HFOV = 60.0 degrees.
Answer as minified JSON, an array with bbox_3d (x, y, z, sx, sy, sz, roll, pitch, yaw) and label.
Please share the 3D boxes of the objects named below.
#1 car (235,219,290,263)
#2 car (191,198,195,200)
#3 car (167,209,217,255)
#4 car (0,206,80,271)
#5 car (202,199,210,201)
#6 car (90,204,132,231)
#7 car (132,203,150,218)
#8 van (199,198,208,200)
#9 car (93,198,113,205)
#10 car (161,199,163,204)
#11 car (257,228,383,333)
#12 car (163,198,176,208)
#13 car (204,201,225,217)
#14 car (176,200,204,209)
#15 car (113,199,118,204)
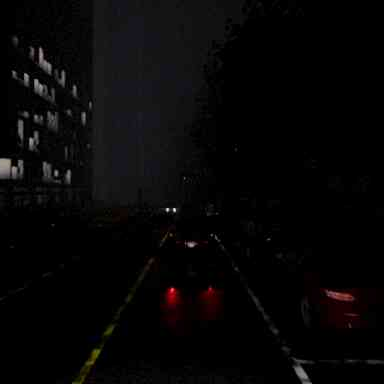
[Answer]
[{"bbox_3d":[2.676,1.678,12.327,2.008,1.369,4.403,0,-1,0],"label":"car"},{"bbox_3d":[0.232,2.450,95.362,1.752,1.417,4.829,0,-1,-3],"label":"car"},{"bbox_3d":[-0.019,1.669,13.896,1.812,1.442,4.674,0,0,0],"label":"car"},{"bbox_3d":[-5.490,1.435,11.548,2.192,1.841,5.009,0,-1,0],"label":"car"},{"bbox_3d":[2.297,1.934,40.603,1.752,1.417,4.829,0,-1,-1],"label":"car"},{"bbox_3d":[-5.586,1.757,22.658,1.752,1.417,4.829,0,-1,-1],"label":"car"},{"bbox_3d":[-5.749,1.869,33.949,1.752,1.417,4.829,0,-1,-1],"label":"car"},{"bbox_3d":[1.890,1.857,51.676,1.690,1.788,3.998,0,-1,-2],"label":"van"},{"bbox_3d":[-19.325,2.090,69.447,4.206,1.307,1.802,1,-1,2],"label":"car"},{"bbox_3d":[-7.358,2.419,89.096,2.008,1.369,4.403,0,-1,-3],"label":"car"},{"bbox_3d":[2.702,1.652,6.707,1.802,1.307,4.206,0,-1,0],"label":"car"},{"bbox_3d":[-3.674,2.155,59.455,1.994,1.385,4.181,0,-1,-1],"label":"car"},{"bbox_3d":[2.407,1.902,34.809,2.008,1.369,4.403,0,-1,-1],"label":"car"},{"bbox_3d":[-0.183,1.774,29.247,1.882,1.535,5.008,0,0,0],"label":"car"},{"bbox_3d":[-19.485,2.147,77.558,4.206,1.307,1.802,1,-1,2],"label":"car"}]
